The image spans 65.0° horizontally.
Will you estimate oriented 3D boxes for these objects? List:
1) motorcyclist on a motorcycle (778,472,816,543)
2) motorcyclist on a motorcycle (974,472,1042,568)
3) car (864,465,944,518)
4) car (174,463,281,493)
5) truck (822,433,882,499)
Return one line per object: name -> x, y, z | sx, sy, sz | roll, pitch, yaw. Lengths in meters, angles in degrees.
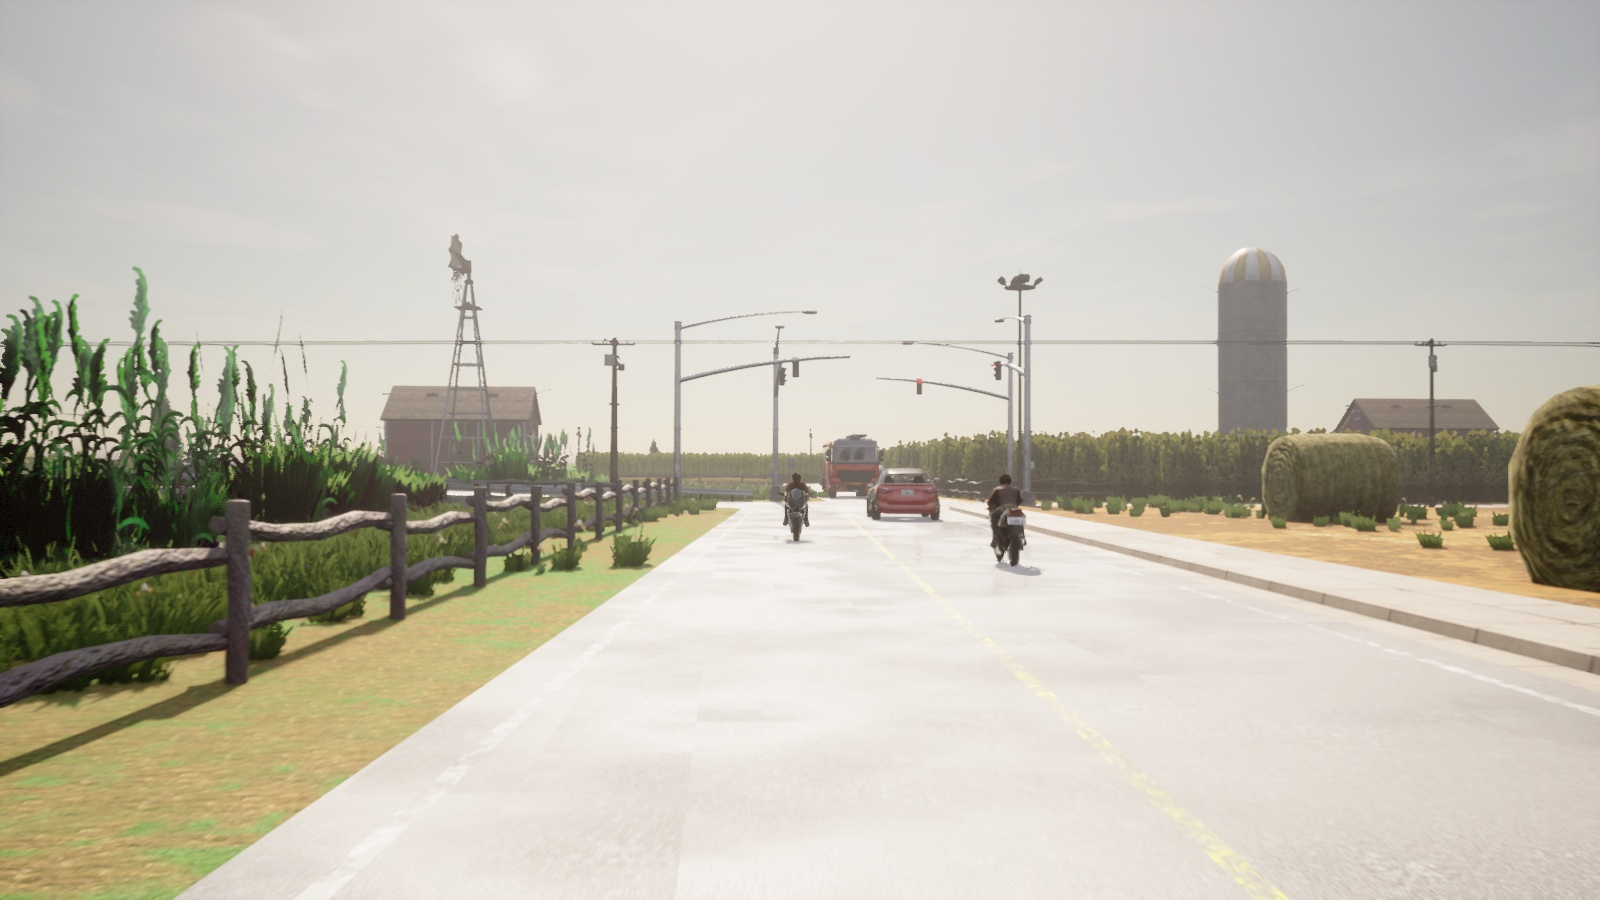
motorcyclist on a motorcycle -> -0.069, 1.268, 28.103 | 0.797, 1.523, 2.044 | 0, -1, 0
motorcyclist on a motorcycle -> 3.448, 1.134, 20.993 | 0.797, 1.523, 2.044 | 0, -1, 0
car -> 3.400, 1.347, 41.898 | 2.242, 1.667, 4.611 | 0, -1, 0
car -> -27.007, 1.300, 59.315 | 4.181, 1.385, 1.994 | 0, -1, 5
truck -> 3.064, 0.959, 76.955 | 2.891, 3.827, 8.468 | 0, -1, -3
